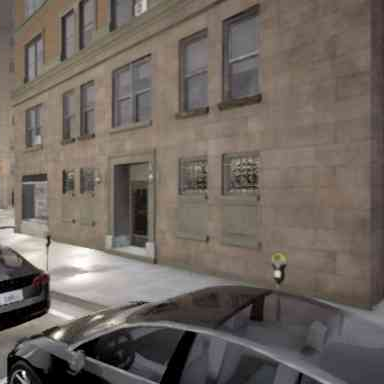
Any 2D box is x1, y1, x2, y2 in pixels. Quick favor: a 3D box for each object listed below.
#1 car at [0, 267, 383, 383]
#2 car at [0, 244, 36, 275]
[{"bbox_3d":[0.101,1.579,3.000,4.313,1.339,1.947,-1,0,35],"label":"car"},{"bbox_3d":[-4.388,1.626,6.189,4.313,1.339,1.947,-1,0,35],"label":"car"}]
